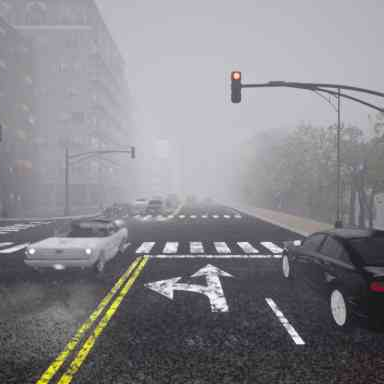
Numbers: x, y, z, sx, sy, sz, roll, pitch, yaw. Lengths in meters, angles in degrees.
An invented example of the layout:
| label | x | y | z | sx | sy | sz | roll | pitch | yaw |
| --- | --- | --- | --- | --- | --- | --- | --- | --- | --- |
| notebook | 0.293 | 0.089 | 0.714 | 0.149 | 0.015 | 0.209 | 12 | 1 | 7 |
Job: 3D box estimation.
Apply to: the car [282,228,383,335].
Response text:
| label | x | y | z | sx | sy | sz | roll | pitch | yaw |
| --- | --- | --- | --- | --- | --- | --- | --- | --- | --- |
| car | 3.326 | 1.477 | 6.891 | 1.882 | 1.535 | 5.008 | 0 | 0 | 0 |

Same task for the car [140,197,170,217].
| label | x | y | z | sx | sy | sz | roll | pitch | yaw |
| --- | --- | --- | --- | --- | --- | --- | --- | --- | --- |
| car | -3.477 | 1.513 | 32.088 | 1.837 | 1.490 | 4.892 | 0 | 0 | 0 |

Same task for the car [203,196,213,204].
| label | x | y | z | sx | sy | sz | roll | pitch | yaw |
| --- | --- | --- | --- | --- | --- | --- | --- | --- | --- |
| car | 3.088 | 1.513 | 65.420 | 2.128 | 1.511 | 4.902 | 0 | 0 | 0 |

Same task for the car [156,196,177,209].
| label | x | y | z | sx | sy | sz | roll | pitch | yaw |
| --- | --- | --- | --- | --- | --- | --- | --- | --- | --- |
| car | -3.532 | 1.572 | 45.613 | 1.994 | 1.385 | 4.181 | 0 | 0 | 0 |

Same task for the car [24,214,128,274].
| label | x | y | z | sx | sy | sz | roll | pitch | yaw |
| --- | --- | --- | --- | --- | --- | --- | --- | --- | --- |
| car | -3.395 | 1.599 | 10.681 | 1.895 | 1.301 | 4.718 | 0 | 0 | 0 |

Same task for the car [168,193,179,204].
| label | x | y | z | sx | sy | sz | roll | pitch | yaw |
| --- | --- | --- | --- | --- | --- | --- | --- | --- | --- |
| car | -3.561 | 1.243 | 62.262 | 2.150 | 2.045 | 5.566 | 0 | 0 | 0 |

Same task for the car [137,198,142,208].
| label | x | y | z | sx | sy | sz | roll | pitch | yaw |
| --- | --- | --- | --- | --- | --- | --- | --- | --- | --- |
| car | -6.778 | 1.533 | 44.590 | 1.812 | 1.442 | 4.674 | 0 | 0 | 0 |

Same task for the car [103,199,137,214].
| label | x | y | z | sx | sy | sz | roll | pitch | yaw |
| --- | --- | --- | --- | --- | --- | --- | --- | --- | --- |
| car | -7.019 | 1.607 | 32.073 | 1.895 | 1.301 | 4.718 | 0 | 0 | 4 |

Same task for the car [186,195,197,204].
| label | x | y | z | sx | sy | sz | roll | pitch | yaw |
| --- | --- | --- | --- | --- | --- | --- | --- | --- | --- |
| car | -0.160 | 1.373 | 64.863 | 2.097 | 1.767 | 4.553 | 0 | 0 | 0 |
